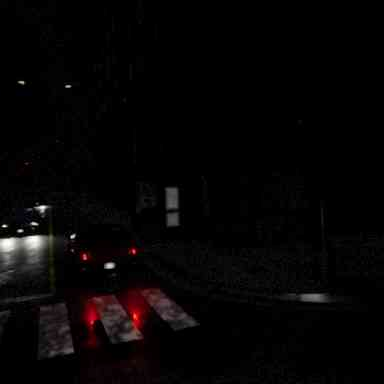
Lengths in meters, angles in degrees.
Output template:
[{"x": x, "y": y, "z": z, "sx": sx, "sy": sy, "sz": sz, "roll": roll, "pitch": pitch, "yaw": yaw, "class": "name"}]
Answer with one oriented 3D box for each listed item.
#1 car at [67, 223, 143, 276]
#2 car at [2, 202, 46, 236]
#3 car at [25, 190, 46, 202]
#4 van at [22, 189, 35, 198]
[{"x": -3.102, "y": 1.701, "z": 11.073, "sx": 1.895, "sy": 1.301, "sz": 4.718, "roll": -2, "pitch": 1, "yaw": -23, "class": "car"}, {"x": -10.121, "y": 1.628, "z": 20.003, "sx": 2.033, "sy": 1.411, "sz": 5.357, "roll": -2, "pitch": 2, "yaw": -23, "class": "car"}, {"x": -19.782, "y": 0.929, "z": 42.677, "sx": 2.033, "sy": 1.411, "sz": 5.357, "roll": -2, "pitch": 3, "yaw": -23, "class": "car"}, {"x": -32.186, "y": 0.326, "z": 64.869, "sx": 1.690, "sy": 1.788, "sz": 3.998, "roll": 0, "pitch": 1, "yaw": -23, "class": "van"}]
